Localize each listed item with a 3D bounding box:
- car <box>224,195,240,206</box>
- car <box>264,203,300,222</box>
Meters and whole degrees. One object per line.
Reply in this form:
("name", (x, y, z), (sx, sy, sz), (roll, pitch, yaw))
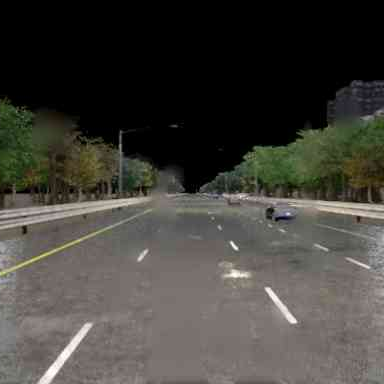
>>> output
("car", (7.115, 1.599, 57.761), (2.033, 1.411, 5.357), (0, 0, 0))
("car", (7.016, 1.581, 26.200), (1.994, 1.385, 4.181), (0, 0, 0))
